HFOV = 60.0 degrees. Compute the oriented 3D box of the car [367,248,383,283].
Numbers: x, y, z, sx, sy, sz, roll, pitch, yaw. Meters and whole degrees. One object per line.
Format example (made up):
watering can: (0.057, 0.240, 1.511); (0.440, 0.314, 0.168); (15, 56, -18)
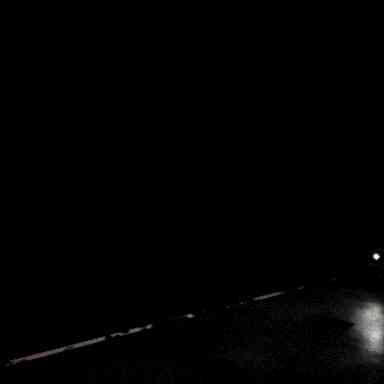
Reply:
car: (6.457, 1.574, 8.235); (4.718, 1.301, 1.895); (0, 0, -32)
